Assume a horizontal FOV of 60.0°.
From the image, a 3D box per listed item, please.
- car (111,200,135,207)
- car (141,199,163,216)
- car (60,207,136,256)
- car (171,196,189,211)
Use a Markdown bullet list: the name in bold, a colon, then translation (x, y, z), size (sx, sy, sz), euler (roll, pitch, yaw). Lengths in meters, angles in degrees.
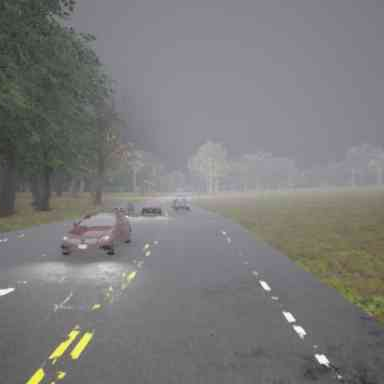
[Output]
- **car**: translation (-6.989, 1.554, 33.777), size (1.994, 1.385, 4.181), euler (0, 0, 1)
- **car**: translation (-3.869, 1.470, 33.019), size (1.882, 1.535, 5.008), euler (0, 0, -2)
- **car**: translation (-3.571, 1.532, 13.270), size (1.812, 1.442, 4.674), euler (0, 0, 1)
- **car**: translation (-1.479, 1.526, 40.962), size (2.033, 1.411, 5.357), euler (0, 0, -8)
